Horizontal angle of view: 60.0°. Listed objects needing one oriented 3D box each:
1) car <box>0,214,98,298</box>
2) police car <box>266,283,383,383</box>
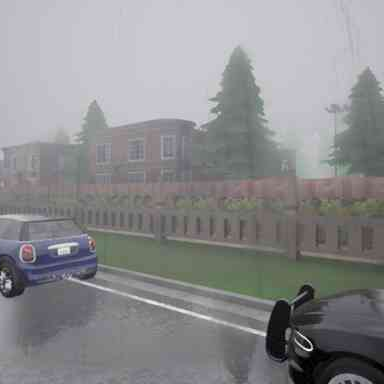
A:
[{"bbox_3d":[-4.561,1.351,8.810,4.553,1.767,2.097,0,0,38],"label":"car"},{"bbox_3d":[3.214,1.425,2.744,5.238,1.638,1.930,0,0,38],"label":"police car"}]
